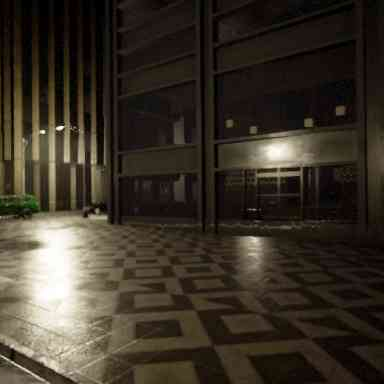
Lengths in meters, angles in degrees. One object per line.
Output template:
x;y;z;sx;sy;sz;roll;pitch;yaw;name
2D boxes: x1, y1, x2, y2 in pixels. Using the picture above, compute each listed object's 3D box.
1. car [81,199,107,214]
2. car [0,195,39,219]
-9.514;1.513;35.852;1.882;1.535;5.008;-1;0;35;car
-15.540;1.300;27.325;2.150;2.045;5.566;-1;0;37;car
